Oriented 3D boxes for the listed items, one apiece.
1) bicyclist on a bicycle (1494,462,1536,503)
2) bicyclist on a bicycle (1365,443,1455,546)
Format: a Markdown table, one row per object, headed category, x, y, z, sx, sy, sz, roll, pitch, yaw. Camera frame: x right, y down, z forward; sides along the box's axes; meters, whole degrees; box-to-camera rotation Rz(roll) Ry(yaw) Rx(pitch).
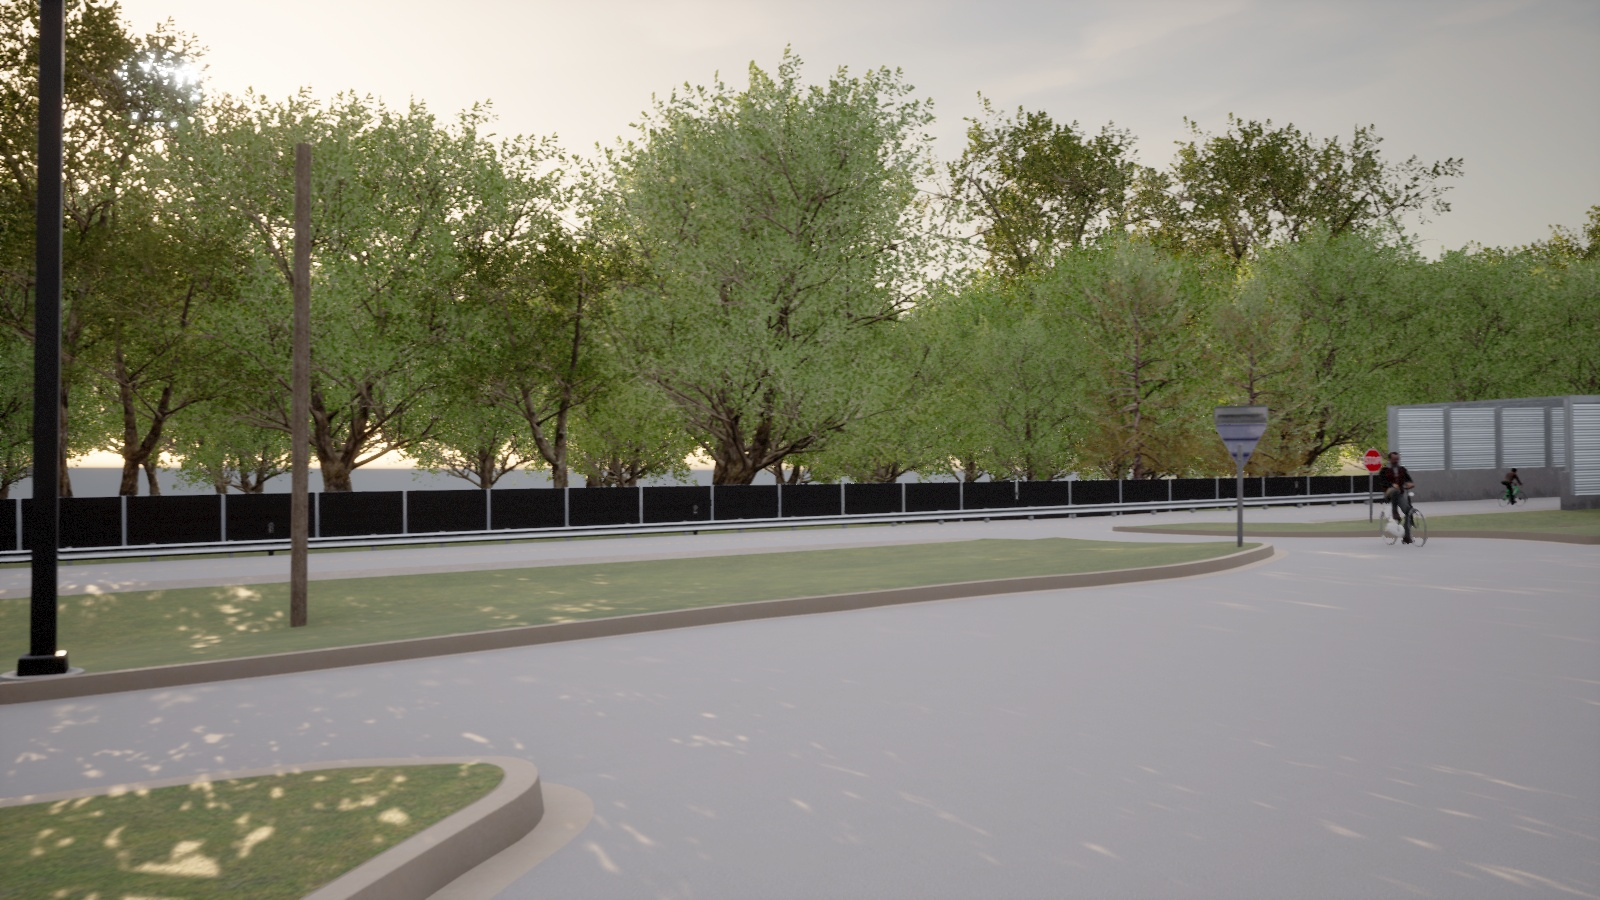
| category | x | y | z | sx | sy | sz | roll | pitch | yaw |
| --- | --- | --- | --- | --- | --- | --- | --- | --- | --- |
| bicyclist on a bicycle | 29.729 | 1.337 | 52.190 | 1.656 | 1.620 | 0.582 | -1 | 0 | -23 |
| bicyclist on a bicycle | 11.116 | 0.814 | 22.964 | 0.659 | 1.776 | 1.843 | -3 | -3 | 1 |
